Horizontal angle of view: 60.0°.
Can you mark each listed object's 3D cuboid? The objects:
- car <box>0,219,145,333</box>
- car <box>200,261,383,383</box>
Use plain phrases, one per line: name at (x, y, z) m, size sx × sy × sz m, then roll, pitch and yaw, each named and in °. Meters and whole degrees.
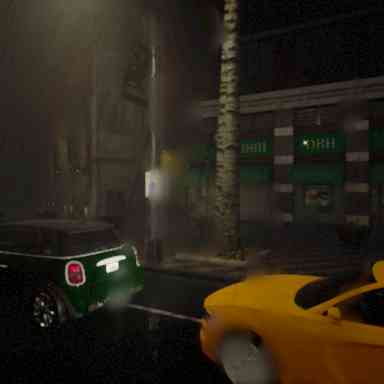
car at (-3.282, 1.351, 6.920) m, size 4.553 × 1.767 × 2.097 m, roll 0°, pitch 0°, yaw 28°
car at (2.418, 1.478, 3.489) m, size 5.008 × 1.535 × 1.882 m, roll 0°, pitch 0°, yaw 35°
